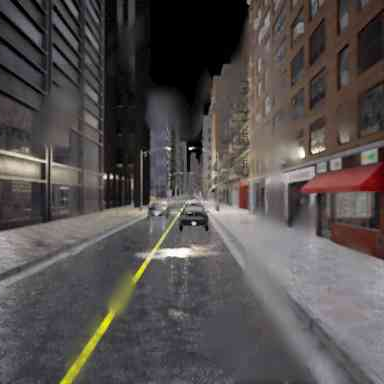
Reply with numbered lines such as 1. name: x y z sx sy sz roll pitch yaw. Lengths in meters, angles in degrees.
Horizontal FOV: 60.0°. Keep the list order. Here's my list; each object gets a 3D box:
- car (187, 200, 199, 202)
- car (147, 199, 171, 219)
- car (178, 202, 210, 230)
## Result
1. car: 0.136 1.712 40.478 2.128 1.511 4.902 0 0 0
2. car: -2.973 1.661 30.637 2.128 1.511 4.902 0 0 0
3. car: 0.120 1.629 22.163 1.837 1.490 4.892 0 0 0
